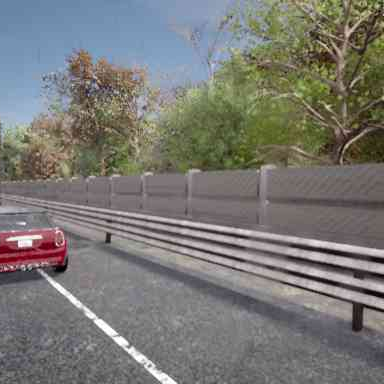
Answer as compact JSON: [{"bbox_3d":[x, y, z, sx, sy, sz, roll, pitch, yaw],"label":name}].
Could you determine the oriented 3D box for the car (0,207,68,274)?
[{"bbox_3d":[-5.171,1.188,9.477,2.097,1.767,4.553,0,1,-37],"label":"car"}]
